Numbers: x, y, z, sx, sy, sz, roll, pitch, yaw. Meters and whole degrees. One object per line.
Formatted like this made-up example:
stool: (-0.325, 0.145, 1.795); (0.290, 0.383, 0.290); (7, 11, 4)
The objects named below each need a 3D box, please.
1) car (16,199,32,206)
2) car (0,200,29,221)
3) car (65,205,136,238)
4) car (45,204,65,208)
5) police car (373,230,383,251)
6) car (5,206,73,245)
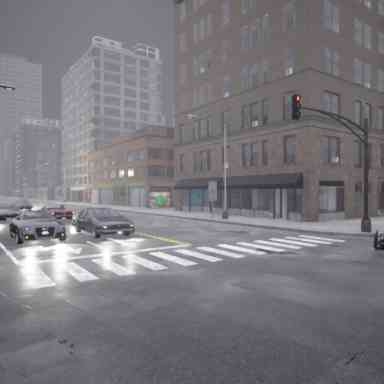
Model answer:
car: (-20.873, 1.580, 40.716); (2.033, 1.411, 5.357); (0, 0, -35)
car: (-14.327, 1.563, 25.684); (2.033, 1.411, 5.357); (0, 0, -35)
car: (-4.980, 1.555, 18.040); (2.033, 1.411, 5.357); (0, 0, -35)
car: (-10.588, 1.617, 26.017); (1.895, 1.301, 4.718); (0, 0, -35)
police car: (8.468, 1.513, 10.391); (2.038, 1.542, 4.974); (0, 0, -35)
car: (-7.419, 1.570, 15.856); (1.994, 1.385, 4.181); (0, 0, -35)
